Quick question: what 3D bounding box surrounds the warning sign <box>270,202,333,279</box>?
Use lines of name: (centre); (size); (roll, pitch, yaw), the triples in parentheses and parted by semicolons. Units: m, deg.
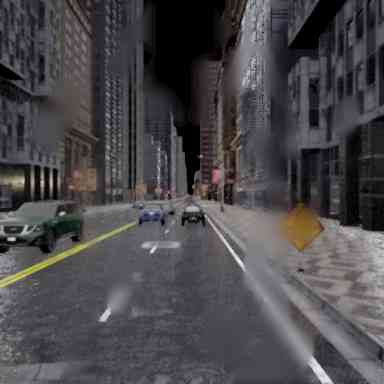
warning sign: (2.861, 1.220, 8.804); (1.300, 1.860, 1.060); (1, 0, 0)

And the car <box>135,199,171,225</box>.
car: (-3.148, 1.739, 28.019); (2.097, 1.767, 4.553); (0, -1, 0)

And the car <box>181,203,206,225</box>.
car: (0.102, 1.858, 27.566); (1.882, 1.535, 5.008); (0, -1, 0)

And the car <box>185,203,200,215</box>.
car: (0.097, 2.175, 43.443); (1.812, 1.442, 4.674); (0, -1, 0)

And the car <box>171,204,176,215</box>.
car: (-3.158, 2.195, 42.371); (1.994, 1.385, 4.181); (0, -1, 0)

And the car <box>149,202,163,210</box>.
car: (-6.507, 2.573, 60.767); (1.895, 1.301, 4.718); (0, -1, 0)

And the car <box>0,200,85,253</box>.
car: (-6.587, 1.411, 14.940); (2.150, 2.045, 5.566); (0, -1, 0)

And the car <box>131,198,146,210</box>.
car: (-9.763, 2.327, 60.882); (2.097, 1.767, 4.553); (0, -1, 0)
